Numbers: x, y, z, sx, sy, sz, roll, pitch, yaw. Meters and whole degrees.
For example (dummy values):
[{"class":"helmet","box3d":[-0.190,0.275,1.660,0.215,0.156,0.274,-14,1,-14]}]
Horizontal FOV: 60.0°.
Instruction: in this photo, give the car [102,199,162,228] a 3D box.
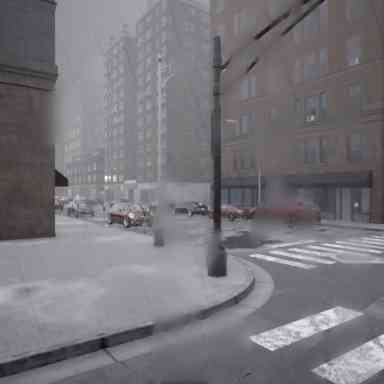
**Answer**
[{"class":"car","box3d":[-4.015,1.430,21.815,1.967,1.590,4.097,0,0,-35]}]

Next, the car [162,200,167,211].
[{"class":"car","box3d":[-3.405,1.529,35.778,2.008,1.369,4.403,0,0,-35]}]

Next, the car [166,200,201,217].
[{"class":"car","box3d":[-0.229,1.550,31.257,1.947,1.339,4.313,0,0,-35]}]

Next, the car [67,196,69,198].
[{"class":"car","box3d":[-21.523,1.473,56.760,1.812,1.442,4.674,0,0,-35]}]

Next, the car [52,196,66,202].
[{"class":"car","box3d":[-28.809,1.478,71.933,2.008,1.369,4.403,0,0,-35]}]

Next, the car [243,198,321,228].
[{"class":"car","box3d":[6.122,1.309,22.218,2.192,1.841,5.009,0,0,-35]}]

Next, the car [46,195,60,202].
[{"class":"car","box3d":[-31.985,1.471,76.453,2.008,1.369,4.403,0,0,-35]}]

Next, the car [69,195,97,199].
[{"class":"car","box3d":[-16.156,1.436,49.117,1.882,1.535,5.008,0,0,-35]}]

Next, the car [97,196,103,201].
[{"class":"car","box3d":[-15.857,1.457,53.999,1.837,1.490,4.892,0,0,-35]}]

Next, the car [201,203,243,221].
[{"class":"car","box3d":[2.947,1.571,26.738,1.802,1.307,4.206,0,0,-35]}]

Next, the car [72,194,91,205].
[{"class":"car","box3d":[-19.891,1.298,59.684,2.097,1.767,4.553,0,0,-35]}]

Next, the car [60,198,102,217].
[{"class":"car","box3d":[-10.368,1.530,30.857,2.008,1.369,4.403,0,0,-35]}]

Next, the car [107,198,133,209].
[{"class":"car","box3d":[-9.756,1.532,44.816,1.947,1.339,4.313,0,0,-35]}]

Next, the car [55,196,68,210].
[{"class":"car","box3d":[-16.721,1.512,39.899,1.887,1.381,4.507,0,0,-35]}]
